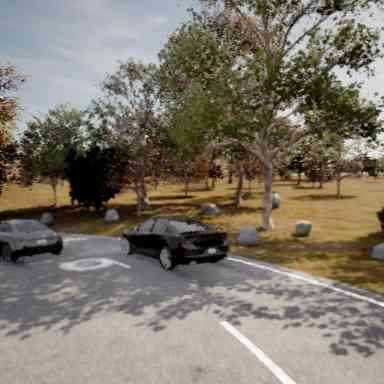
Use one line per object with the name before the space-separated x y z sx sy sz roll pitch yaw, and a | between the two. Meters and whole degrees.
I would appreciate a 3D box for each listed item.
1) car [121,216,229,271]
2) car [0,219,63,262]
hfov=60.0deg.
car | -0.821 1.570 11.584 1.882 1.535 5.008 -1 0 -34
car | -6.938 1.782 13.208 4.181 1.385 1.994 -1 0 39
